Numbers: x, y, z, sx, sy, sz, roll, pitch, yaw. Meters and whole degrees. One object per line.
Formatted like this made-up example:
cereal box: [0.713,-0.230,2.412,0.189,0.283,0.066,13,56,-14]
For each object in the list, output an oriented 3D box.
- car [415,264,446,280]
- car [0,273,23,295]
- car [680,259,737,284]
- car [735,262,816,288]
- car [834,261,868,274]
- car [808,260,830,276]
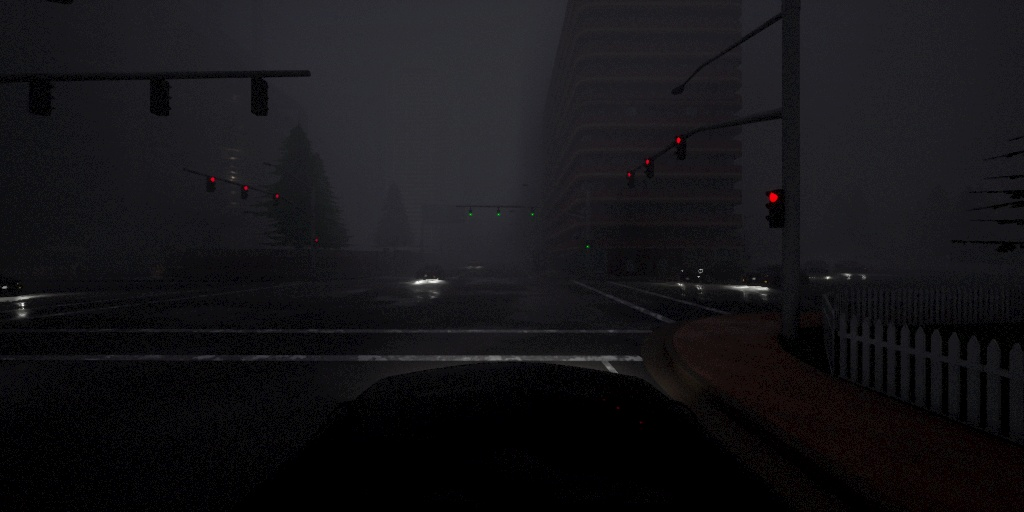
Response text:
car: [-6.994,1.375,31.055,1.994,1.385,4.181,0,1,0]
car: [-26.501,1.194,17.046,4.892,1.490,1.837,1,0,0]
car: [14.649,1.046,26.222,4.553,1.767,2.097,0,0,-18]
car: [17.134,1.258,23.322,4.181,1.385,1.994,0,0,-21]
car: [38.220,1.241,40.590,2.033,1.411,5.357,0,0,30]
car: [31.057,1.171,36.579,1.882,1.535,5.008,0,0,40]
